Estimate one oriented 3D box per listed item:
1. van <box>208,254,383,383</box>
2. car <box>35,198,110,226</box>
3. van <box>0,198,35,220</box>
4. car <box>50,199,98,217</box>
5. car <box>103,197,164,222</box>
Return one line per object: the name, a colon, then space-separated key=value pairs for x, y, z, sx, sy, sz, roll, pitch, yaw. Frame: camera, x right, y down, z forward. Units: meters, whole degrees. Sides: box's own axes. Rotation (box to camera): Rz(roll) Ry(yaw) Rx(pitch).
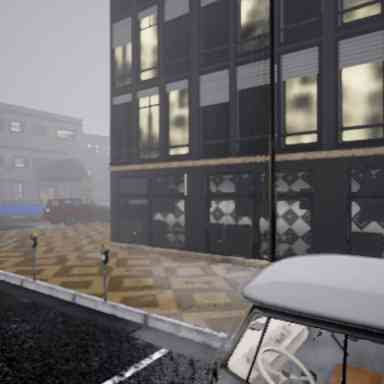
van: x=1.887 y=1.341 z=1.493 sx=3.998 sy=1.788 sz=1.690 roll=0 pitch=0 yaw=36
car: x=-8.001 y=1.344 z=23.608 sx=2.192 sy=1.841 sz=5.009 roll=-1 pitch=0 yaw=35
van: x=-14.836 y=1.406 z=28.455 sx=1.690 sy=1.788 sz=3.998 roll=-1 pitch=0 yaw=35
car: x=-11.639 y=1.523 z=32.959 sx=1.967 sy=1.590 sz=4.097 roll=-1 pitch=0 yaw=35
car: x=-4.804 y=1.362 z=28.113 sx=2.192 sy=1.841 sz=5.009 roll=-1 pitch=-1 yaw=35
